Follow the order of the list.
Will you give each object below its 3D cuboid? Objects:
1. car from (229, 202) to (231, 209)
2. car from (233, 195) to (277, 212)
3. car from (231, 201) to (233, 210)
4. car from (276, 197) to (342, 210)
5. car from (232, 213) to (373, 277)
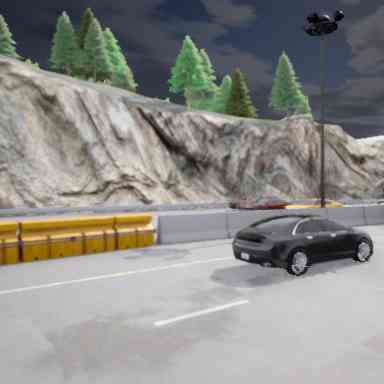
[{"bbox_3d":[6.348,1.182,35.732,5.008,1.535,1.882,-1,0,-26],"label":"car"},{"bbox_3d":[6.294,1.239,27.883,5.008,1.535,1.882,-1,0,-27],"label":"car"},{"bbox_3d":[6.524,1.083,31.910,4.553,1.767,2.097,-1,0,-26],"label":"car"},{"bbox_3d":[9.232,1.238,25.466,5.008,1.535,1.882,-1,0,-26],"label":"car"},{"bbox_3d":[3.449,1.412,10.002,4.892,1.490,1.837,-1,0,-32],"label":"car"}]
